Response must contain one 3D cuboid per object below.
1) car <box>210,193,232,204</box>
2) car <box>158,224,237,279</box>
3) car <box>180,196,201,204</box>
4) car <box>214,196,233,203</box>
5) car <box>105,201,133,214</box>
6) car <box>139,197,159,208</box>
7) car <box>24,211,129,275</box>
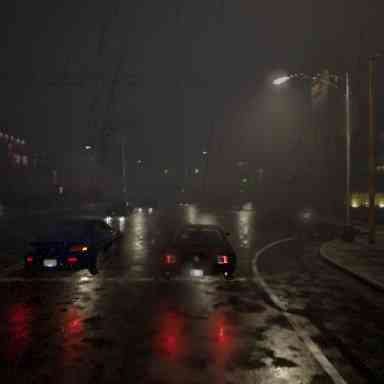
[{"bbox_3d":[5.862,1.256,67.608,2.150,2.045,5.566,0,0,39],"label":"car"},{"bbox_3d":[0.201,1.606,10.015,1.895,1.301,4.718,0,0,2],"label":"car"},{"bbox_3d":[-0.146,1.582,65.684,2.033,1.411,5.357,0,0,33],"label":"car"},{"bbox_3d":[7.071,1.591,74.310,4.181,1.385,1.994,0,0,-43],"label":"car"},{"bbox_3d":[-7.069,1.565,32.781,2.033,1.411,5.357,0,0,0],"label":"car"},{"bbox_3d":[-6.277,1.503,49.324,1.882,1.535,5.008,0,0,11],"label":"car"},{"bbox_3d":[-3.404,1.531,10.297,1.812,1.442,4.674,0,0,0],"label":"car"}]
